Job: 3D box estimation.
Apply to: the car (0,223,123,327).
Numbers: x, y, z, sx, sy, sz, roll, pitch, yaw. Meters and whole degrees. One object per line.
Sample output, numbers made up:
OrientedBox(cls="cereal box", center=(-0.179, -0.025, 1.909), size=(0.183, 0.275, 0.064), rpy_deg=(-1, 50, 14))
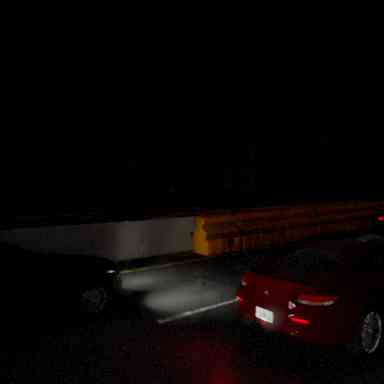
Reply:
OrientedBox(cls="car", center=(-3.496, 1.520, 5.552), size=(4.674, 1.442, 1.812), rpy_deg=(-1, 1, -35))

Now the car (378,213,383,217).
OrientedBox(cls="car", center=(10.719, 1.198, 15.681), size=(5.357, 1.411, 2.033), rpy_deg=(-1, 1, -35))

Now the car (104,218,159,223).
OrientedBox(cls="car", center=(-3.748, 1.377, 14.156), size=(5.008, 1.535, 1.882), rpy_deg=(-1, 1, -35))

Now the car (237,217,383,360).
OrientedBox(cls="car", center=(2.827, 1.417, 5.762), size=(4.674, 1.442, 1.812), rpy_deg=(-1, 1, -36))
